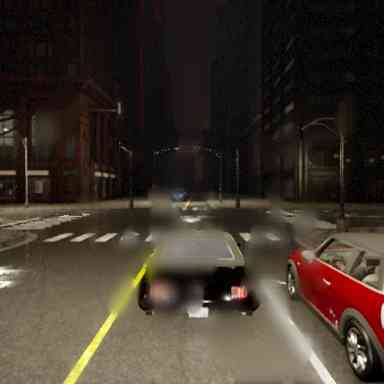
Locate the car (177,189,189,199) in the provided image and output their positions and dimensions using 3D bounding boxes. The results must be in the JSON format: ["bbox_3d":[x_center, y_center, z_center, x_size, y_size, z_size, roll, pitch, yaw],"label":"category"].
[{"bbox_3d":[-1.818,0.383,69.217,2.150,2.045,5.566,0,1,1],"label":"car"}]

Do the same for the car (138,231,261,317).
[{"bbox_3d":[0.143,1.505,7.237,1.895,1.301,4.718,0,1,1],"label":"car"}]

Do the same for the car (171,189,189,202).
[{"bbox_3d":[-2.110,0.570,52.968,2.150,2.045,5.566,0,0,1],"label":"car"}]

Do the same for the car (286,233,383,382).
[{"bbox_3d":[2.868,1.362,5.343,1.967,1.590,4.097,0,1,1],"label":"car"}]
